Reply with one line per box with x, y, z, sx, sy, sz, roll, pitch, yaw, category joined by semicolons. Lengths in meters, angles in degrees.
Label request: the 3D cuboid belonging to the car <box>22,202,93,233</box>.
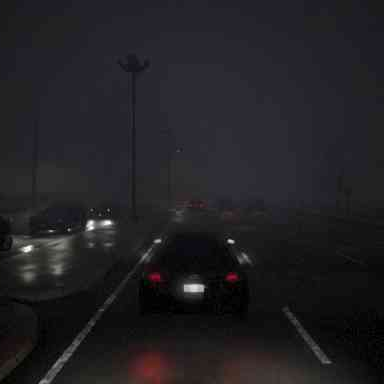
-7.790;1.478;19.918;1.882;1.535;5.008;0;0;1;car

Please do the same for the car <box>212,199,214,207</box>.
4.090;1.491;50.174;2.128;1.511;4.902;0;0;1;car

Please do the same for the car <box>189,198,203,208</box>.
0.582;1.564;49.987;1.994;1.385;4.181;0;0;1;car

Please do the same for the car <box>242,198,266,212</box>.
7.462;1.478;39.229;1.882;1.535;5.008;0;0;1;car

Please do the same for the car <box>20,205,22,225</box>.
-11.285;1.526;20.369;1.812;1.442;4.674;0;0;1;car

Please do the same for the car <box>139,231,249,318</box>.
0.054;1.564;7.517;1.994;1.385;4.181;0;0;1;car

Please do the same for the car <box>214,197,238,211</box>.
3.977;1.505;39.847;1.837;1.490;4.892;0;0;1;car

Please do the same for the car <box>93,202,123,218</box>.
-7.663;1.601;30.007;1.895;1.301;4.718;0;0;1;car

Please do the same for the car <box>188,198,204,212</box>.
0.470;1.547;39.638;2.033;1.411;5.357;0;0;1;car

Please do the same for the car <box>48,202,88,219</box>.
-11.160;1.601;30.308;1.895;1.301;4.718;0;0;1;car

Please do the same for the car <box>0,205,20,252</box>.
-7.967;1.352;10.869;2.097;1.767;4.553;0;0;1;car

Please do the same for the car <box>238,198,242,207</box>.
7.578;1.564;49.714;1.994;1.385;4.181;0;0;1;car
